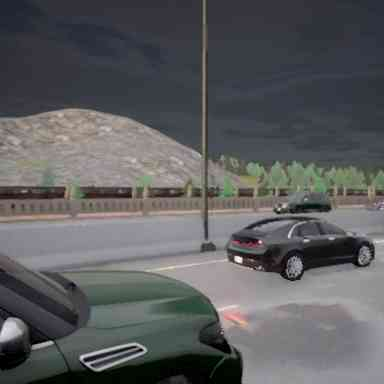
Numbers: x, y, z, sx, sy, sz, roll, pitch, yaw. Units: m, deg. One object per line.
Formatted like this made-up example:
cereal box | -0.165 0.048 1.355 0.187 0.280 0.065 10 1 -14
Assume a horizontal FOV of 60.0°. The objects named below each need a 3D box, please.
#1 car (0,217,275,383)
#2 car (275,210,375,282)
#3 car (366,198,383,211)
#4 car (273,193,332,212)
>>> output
car | -2.207 1.208 2.101 5.566 2.045 2.150 0 0 -36
car | 3.274 1.463 9.667 4.892 1.490 1.837 0 0 -30
car | 17.587 1.235 29.356 4.553 1.767 2.097 0 0 -27
car | 9.800 1.100 29.262 5.566 2.045 2.150 0 0 -27
